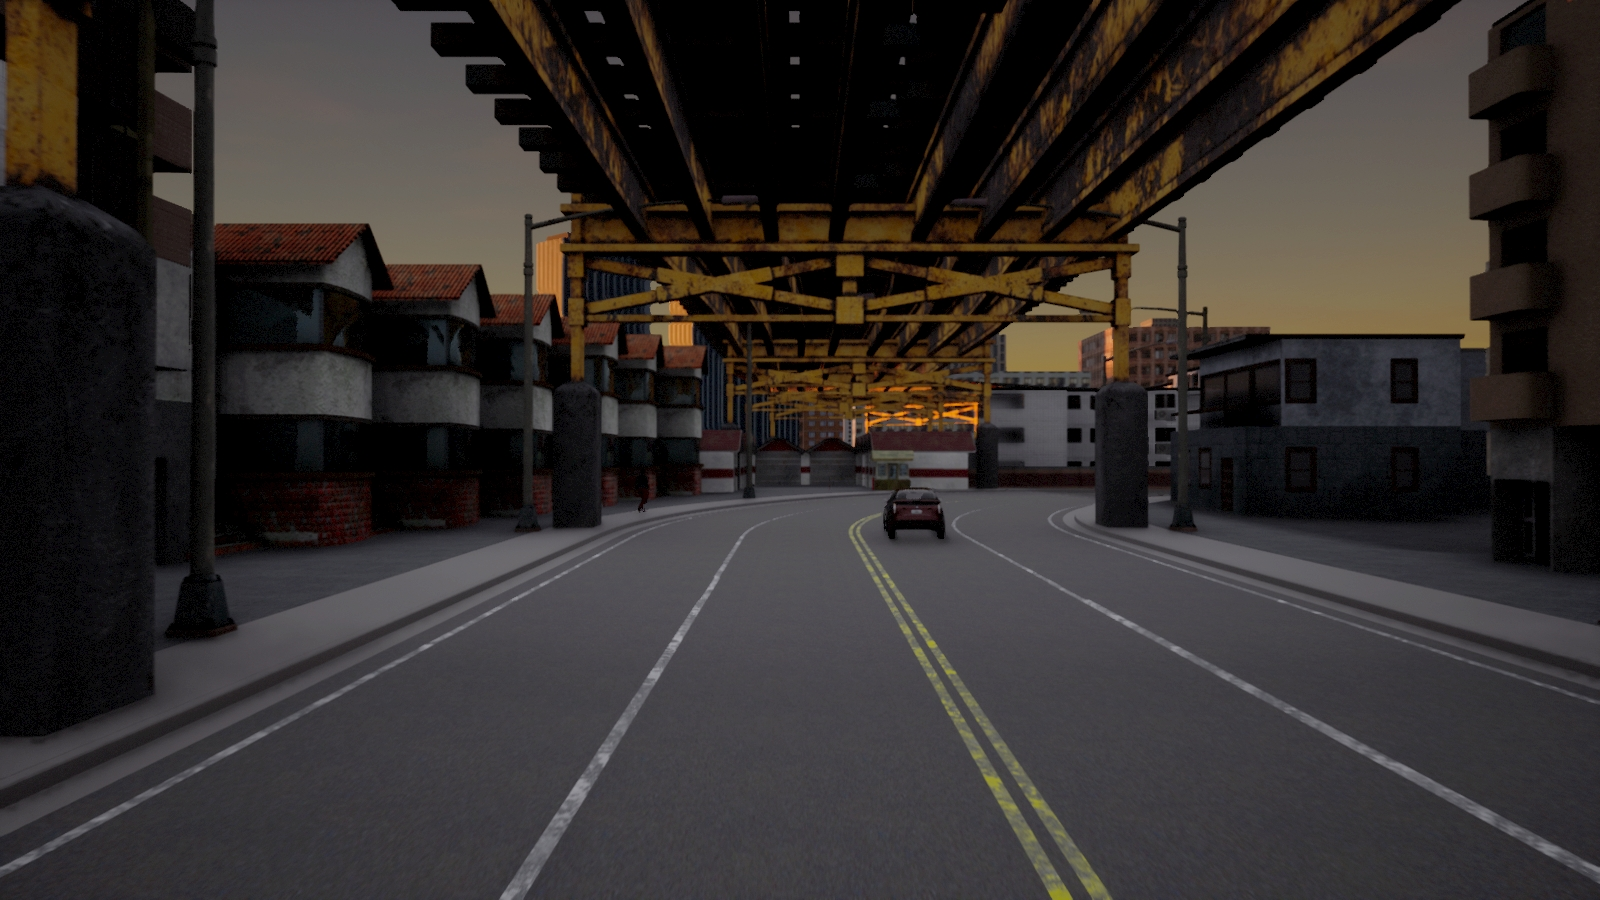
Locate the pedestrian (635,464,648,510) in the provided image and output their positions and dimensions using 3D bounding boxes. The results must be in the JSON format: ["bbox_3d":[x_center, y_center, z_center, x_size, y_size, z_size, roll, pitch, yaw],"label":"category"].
[{"bbox_3d":[-6.406,1.488,46.253,0.375,1.860,0.375,0,-1,22],"label":"pedestrian"}]

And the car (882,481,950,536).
[{"bbox_3d":[3.692,1.827,36.937,2.007,1.525,4.514,0,0,3],"label":"car"}]
